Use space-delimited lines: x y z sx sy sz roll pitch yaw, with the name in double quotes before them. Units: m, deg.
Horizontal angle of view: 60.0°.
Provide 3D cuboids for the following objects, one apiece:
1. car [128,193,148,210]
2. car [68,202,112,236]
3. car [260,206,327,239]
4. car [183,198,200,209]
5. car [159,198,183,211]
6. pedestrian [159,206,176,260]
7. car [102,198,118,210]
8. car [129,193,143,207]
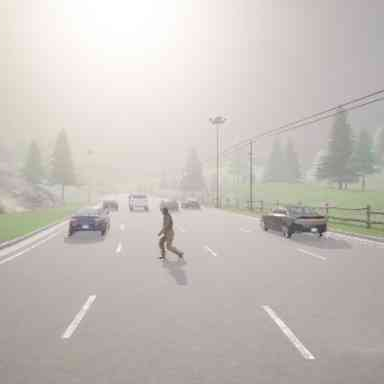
"car" -6.774 1.220 42.153 2.150 2.045 5.566 0 0 -11
"car" -5.645 1.526 18.514 1.812 1.442 4.674 0 0 -11
"car" 5.162 1.492 17.548 2.128 1.511 4.902 0 0 -9
"car" -0.210 1.526 44.983 1.812 1.442 4.674 0 0 -12
"car" -2.851 1.490 40.397 2.128 1.511 4.902 0 0 -11
"pedestrian" -0.795 1.294 10.891 0.375 1.860 0.375 0 0 -8
"car" -10.353 1.526 42.181 1.812 1.442 4.674 0 0 -11
"car" -8.980 1.221 53.067 2.150 2.045 5.566 0 0 -11
